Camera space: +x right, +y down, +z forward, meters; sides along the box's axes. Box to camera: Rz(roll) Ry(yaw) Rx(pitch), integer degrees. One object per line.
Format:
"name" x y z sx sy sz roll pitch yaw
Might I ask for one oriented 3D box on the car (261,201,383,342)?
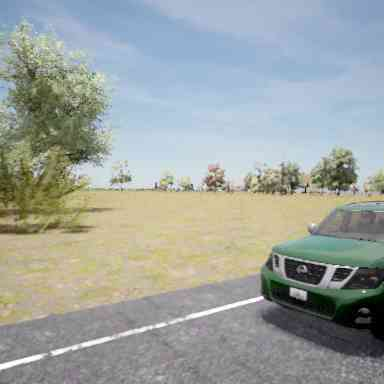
"car" 3.898 1.232 6.766 5.566 2.045 2.150 0 0 -35
